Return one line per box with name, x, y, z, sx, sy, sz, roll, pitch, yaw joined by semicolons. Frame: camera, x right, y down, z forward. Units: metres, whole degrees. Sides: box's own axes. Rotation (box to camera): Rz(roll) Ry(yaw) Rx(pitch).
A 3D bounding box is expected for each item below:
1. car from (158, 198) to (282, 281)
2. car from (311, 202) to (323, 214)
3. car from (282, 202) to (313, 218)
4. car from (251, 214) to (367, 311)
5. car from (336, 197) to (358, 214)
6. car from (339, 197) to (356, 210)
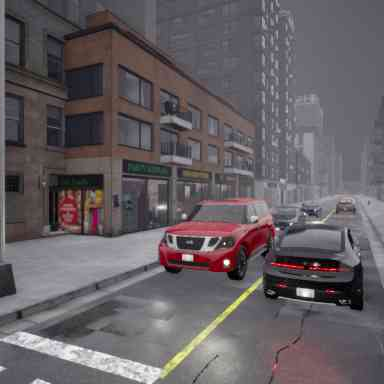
car;1.102;1.236;10.521;2.150;2.045;5.566;0;0;26
car;10.600;1.612;29.987;1.895;1.301;4.718;0;0;26
car;5.648;1.562;19.851;2.033;1.411;5.357;0;0;26
car;3.034;1.507;7.974;1.837;1.490;4.892;0;0;26
car;16.173;1.488;34.852;2.128;1.511;4.902;0;0;27
car;20.699;1.468;44.248;1.882;1.535;5.008;0;0;26
